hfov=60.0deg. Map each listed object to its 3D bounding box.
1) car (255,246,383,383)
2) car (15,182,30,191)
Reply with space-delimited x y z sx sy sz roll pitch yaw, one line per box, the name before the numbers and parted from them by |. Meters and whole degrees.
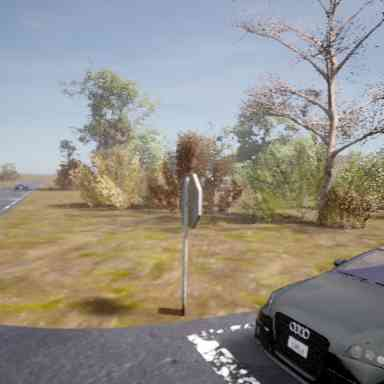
car | 2.934 1.473 4.366 4.181 1.385 1.994 0 2 -25
car | -26.779 -0.909 52.447 1.812 1.442 4.674 0 2 -23
